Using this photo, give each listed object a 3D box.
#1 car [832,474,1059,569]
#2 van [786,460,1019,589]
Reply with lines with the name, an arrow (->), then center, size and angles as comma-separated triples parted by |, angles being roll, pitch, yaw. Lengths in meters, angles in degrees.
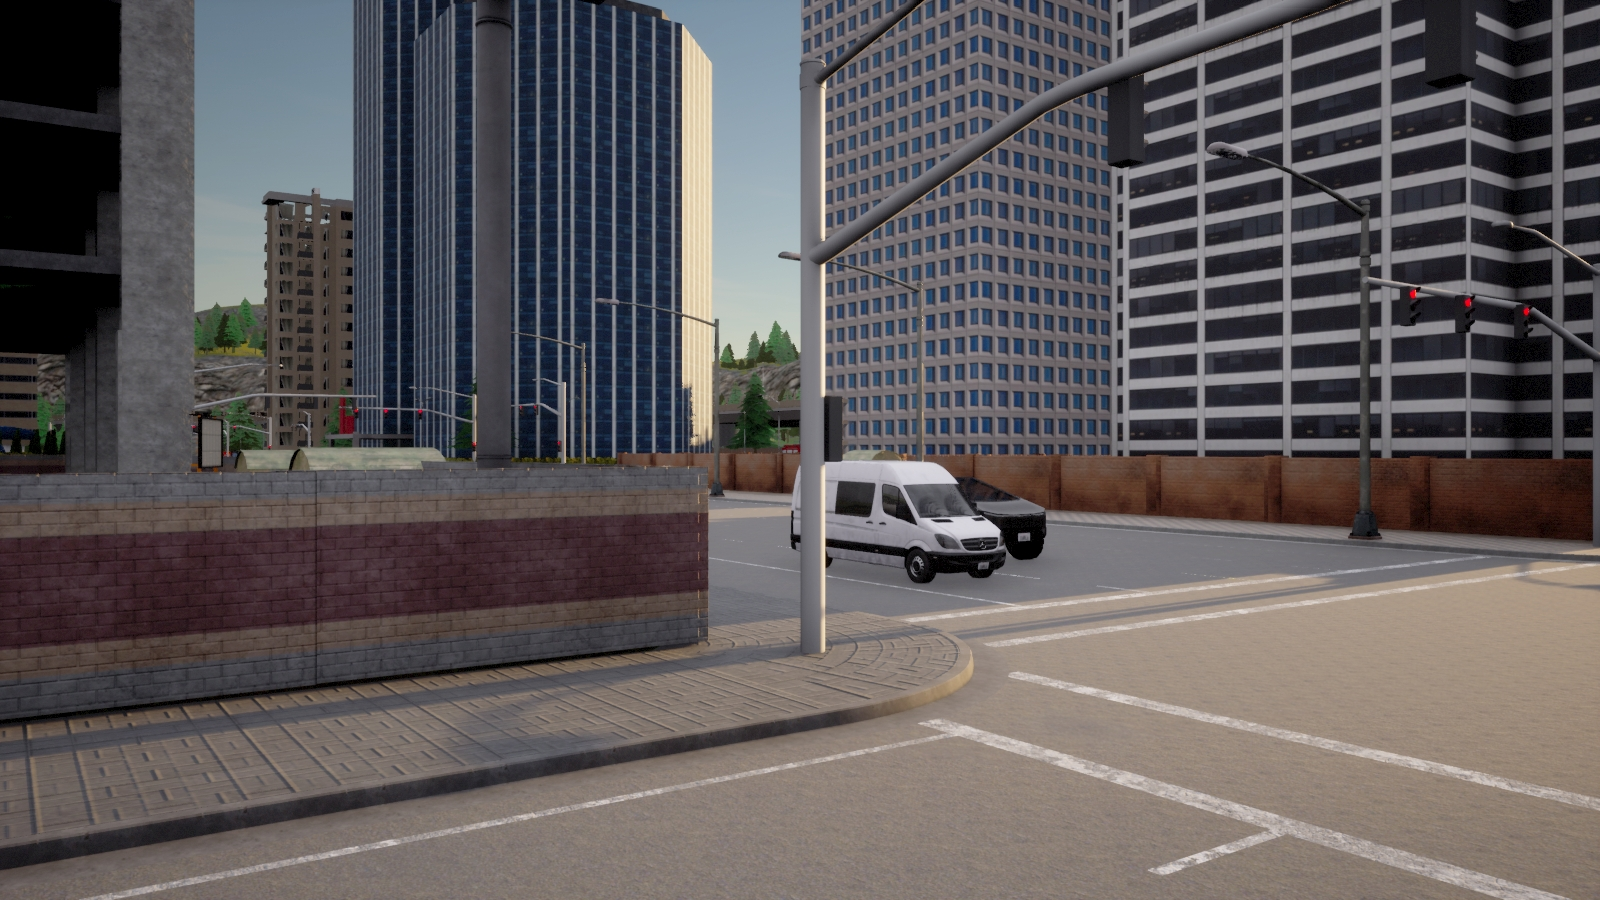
car -> 3.654, 1.752, 30.193 | 2.390, 2.098, 6.274 | 0, 0, -35
van -> 2.162, 1.533, 26.216 | 1.988, 2.561, 5.915 | 0, 0, -35
